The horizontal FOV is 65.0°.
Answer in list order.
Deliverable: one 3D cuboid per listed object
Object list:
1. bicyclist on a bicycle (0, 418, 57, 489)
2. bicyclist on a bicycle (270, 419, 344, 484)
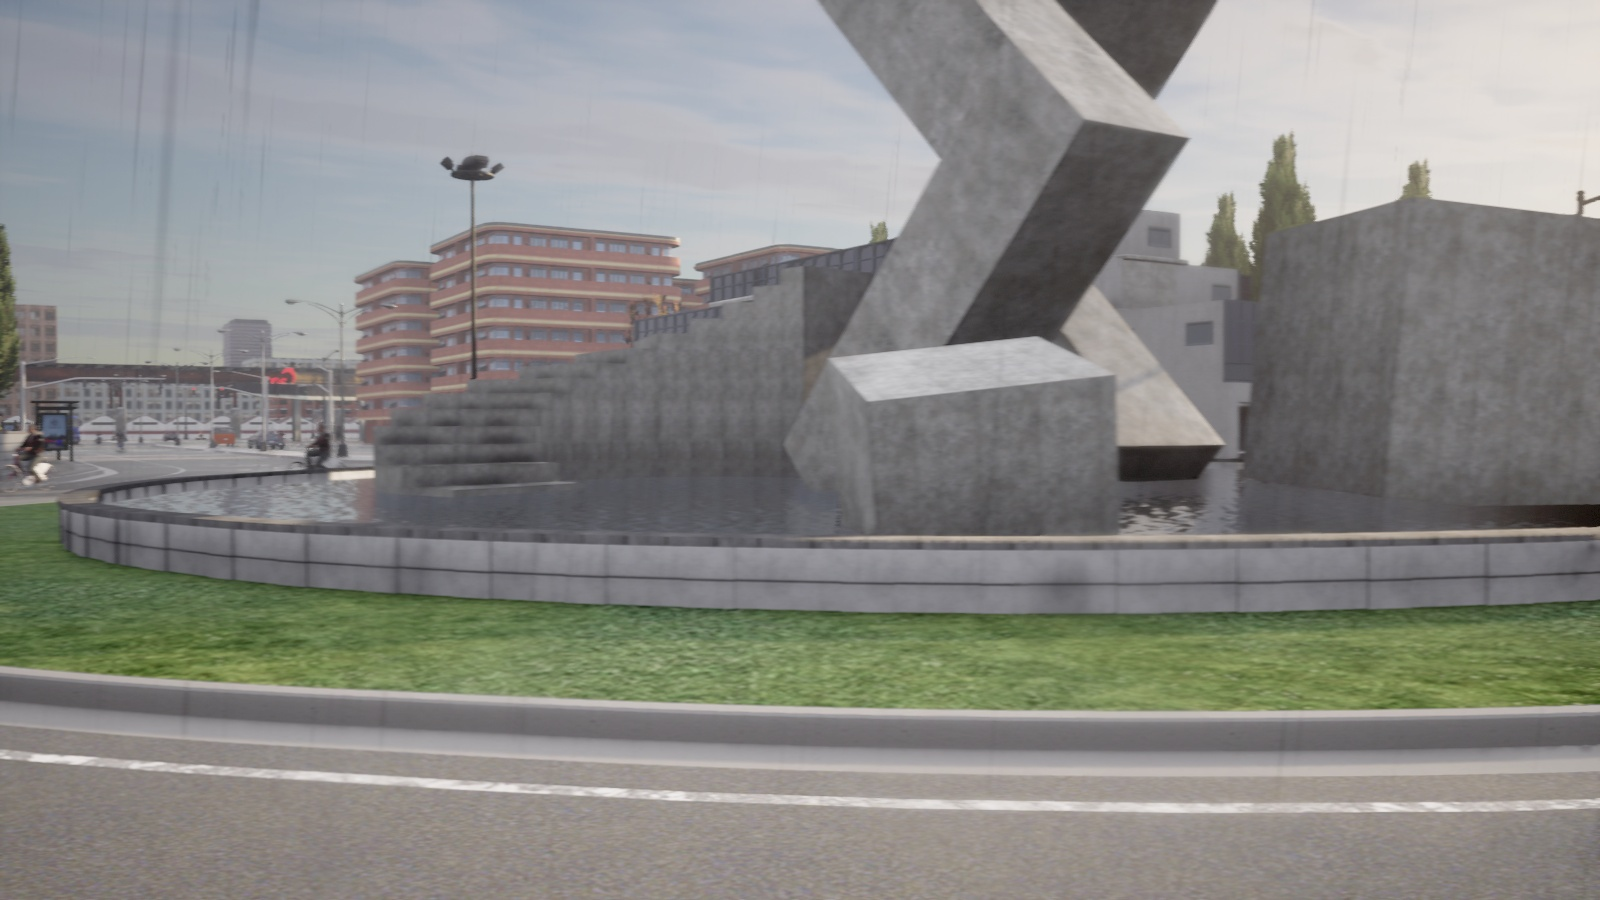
[{"bbox_3d":[-20.162,0.071,32.371,0.659,1.776,1.843,0,1,12],"label":"bicyclist on a bicycle"},{"bbox_3d":[-13.877,0.040,35.388,0.659,1.776,1.843,2,2,39],"label":"bicyclist on a bicycle"}]
